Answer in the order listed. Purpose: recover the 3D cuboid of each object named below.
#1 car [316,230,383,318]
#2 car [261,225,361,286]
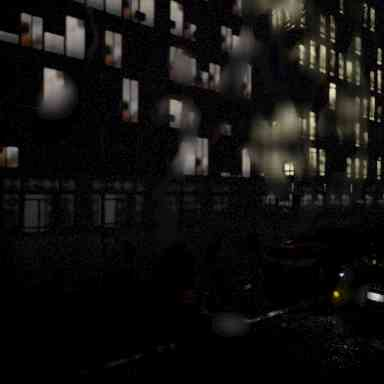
[{"bbox_3d":[4.692,1.578,6.718,4.181,1.385,1.994,0,0,-35],"label":"car"},{"bbox_3d":[3.769,1.597,9.237,4.206,1.307,1.802,0,0,-35],"label":"car"}]
